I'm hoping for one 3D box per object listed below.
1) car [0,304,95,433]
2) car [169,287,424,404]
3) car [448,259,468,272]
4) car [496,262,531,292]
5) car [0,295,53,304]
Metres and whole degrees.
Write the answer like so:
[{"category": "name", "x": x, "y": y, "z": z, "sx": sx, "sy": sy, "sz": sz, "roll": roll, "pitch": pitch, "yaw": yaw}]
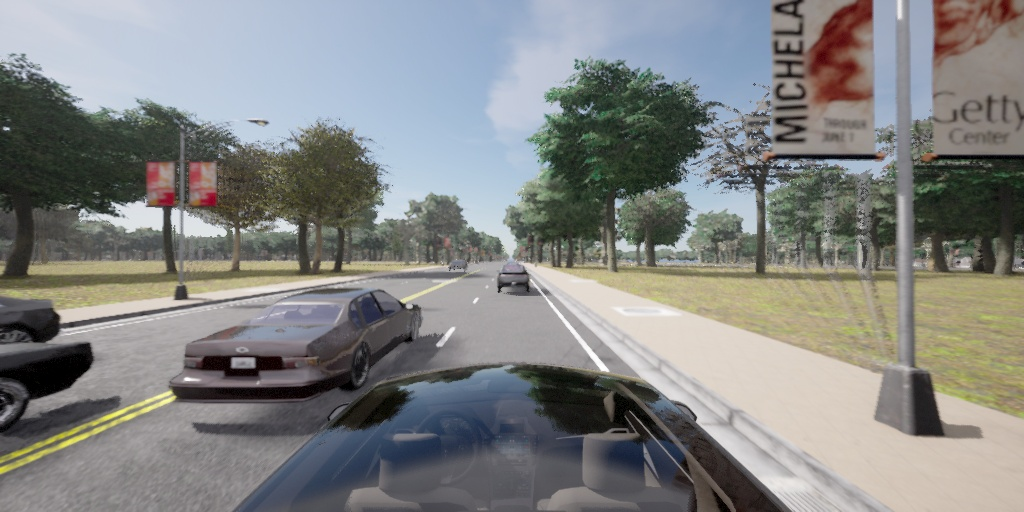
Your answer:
[{"category": "car", "x": -6.600, "y": 1.354, "z": 2.581, "sx": 1.895, "sy": 1.301, "sz": 4.718, "roll": 0, "pitch": 0, "yaw": 0}, {"category": "car", "x": -3.151, "y": 1.299, "z": 6.714, "sx": 2.033, "sy": 1.411, "sz": 5.357, "roll": 0, "pitch": 0, "yaw": 0}, {"category": "car", "x": -6.511, "y": 1.096, "z": 43.913, "sx": 1.994, "sy": 1.385, "sz": 4.181, "roll": 0, "pitch": 0, "yaw": 0}, {"category": "car", "x": 0.094, "y": 1.258, "z": 21.360, "sx": 2.128, "sy": 1.511, "sz": 4.902, "roll": 0, "pitch": 0, "yaw": 0}, {"category": "car", "x": -9.850, "y": 1.246, "z": 4.997, "sx": 2.128, "sy": 1.511, "sz": 4.902, "roll": 0, "pitch": 0, "yaw": 0}]
